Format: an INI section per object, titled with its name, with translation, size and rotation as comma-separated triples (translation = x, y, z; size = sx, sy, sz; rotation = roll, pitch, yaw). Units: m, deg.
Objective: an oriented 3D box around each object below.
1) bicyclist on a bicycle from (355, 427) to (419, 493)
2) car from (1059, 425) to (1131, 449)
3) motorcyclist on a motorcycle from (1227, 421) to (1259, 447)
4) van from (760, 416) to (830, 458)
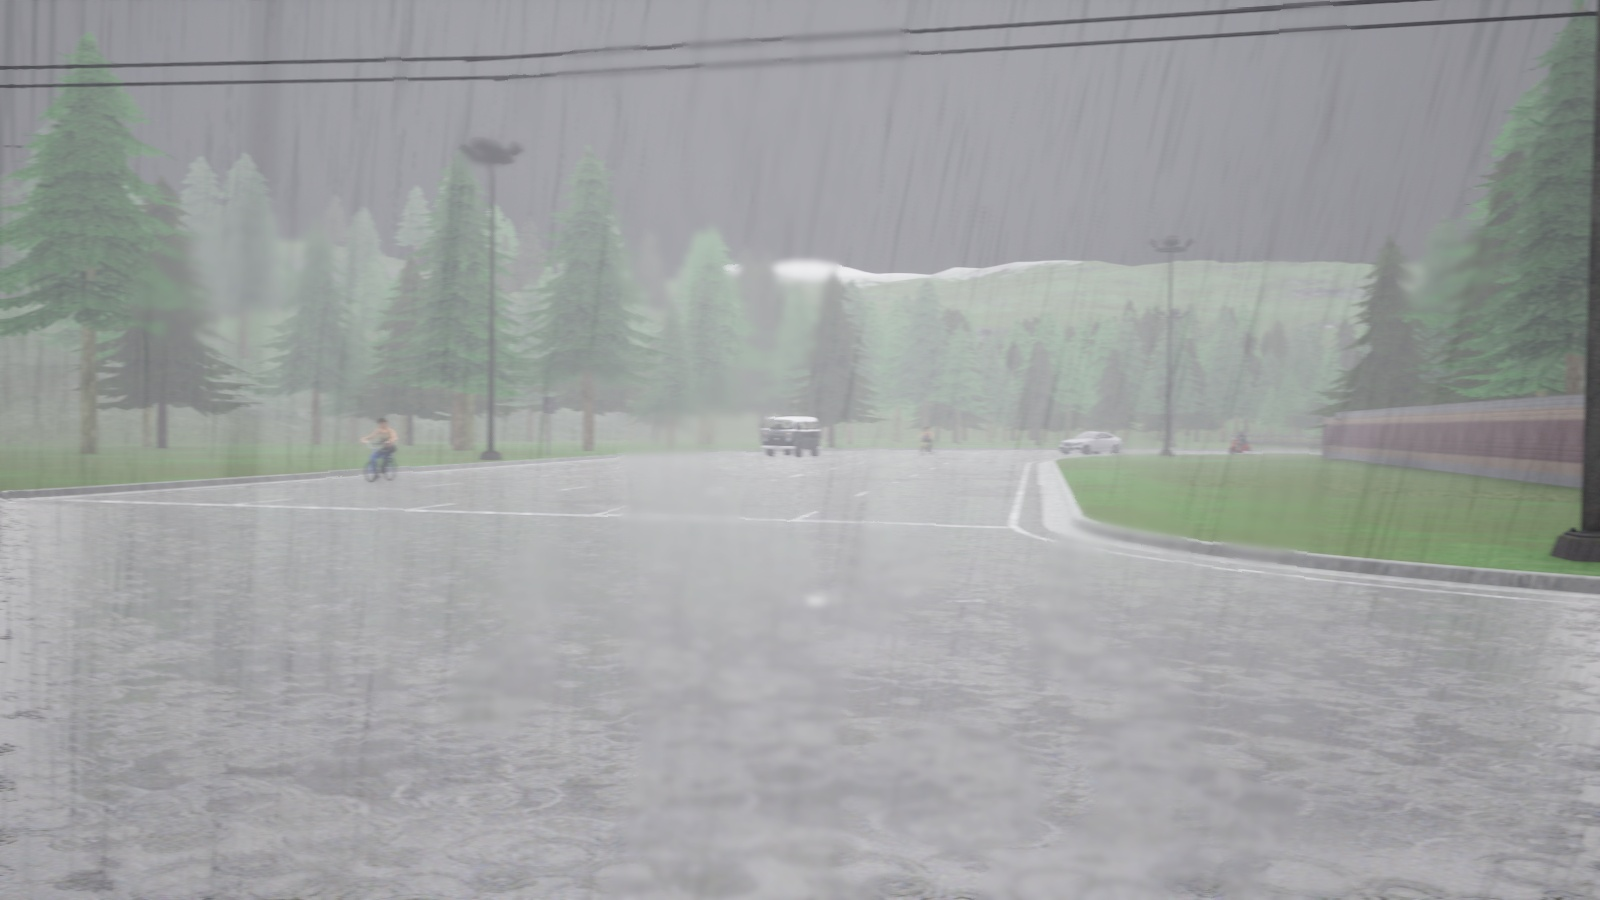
[bicyclist on a bicycle]
translation = -10.352, 0.243, 31.530
size = 0.866, 1.612, 1.509
rotation = 0, 1, 11
[car]
translation = 18.304, -0.816, 77.826
size = 4.674, 1.442, 1.812
rotation = -1, 1, -37
[motorcyclist on a motorcycle]
translation = 28.060, -1.015, 79.513
size = 1.817, 1.590, 0.866
rotation = -1, 2, -23
[van]
translation = -0.223, -0.665, 63.303
size = 2.069, 2.038, 4.480
rotation = 0, 1, 20
